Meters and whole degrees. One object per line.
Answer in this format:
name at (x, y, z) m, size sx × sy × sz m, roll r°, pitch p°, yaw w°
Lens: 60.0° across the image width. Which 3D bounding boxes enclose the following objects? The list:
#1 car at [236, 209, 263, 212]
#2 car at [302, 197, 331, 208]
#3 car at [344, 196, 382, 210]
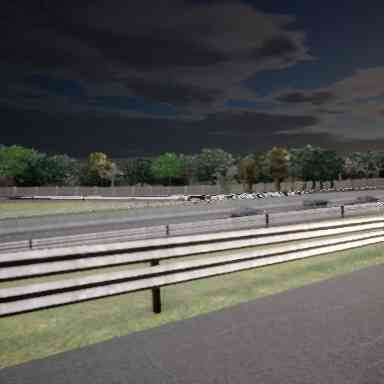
car at (6.834, 2.375, 41.210) m, size 4.181 × 1.385 × 1.994 m, roll -4°, pitch 2°, yaw -25°
car at (19.130, 1.578, 50.908) m, size 4.902 × 1.511 × 2.128 m, roll -4°, pitch 2°, yaw -25°
car at (22.917, 1.660, 44.956) m, size 4.718 × 1.301 × 1.895 m, roll -4°, pitch 2°, yaw -25°
